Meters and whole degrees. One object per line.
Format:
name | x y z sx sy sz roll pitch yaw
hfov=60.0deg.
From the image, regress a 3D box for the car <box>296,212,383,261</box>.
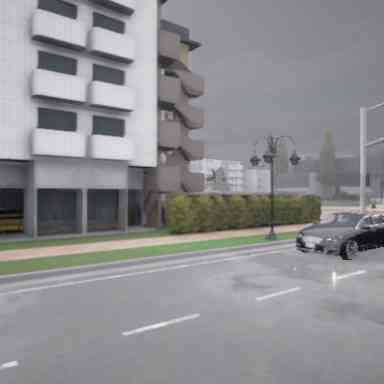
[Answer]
car | 5.945 1.519 12.497 4.902 1.511 2.128 0 0 -35
